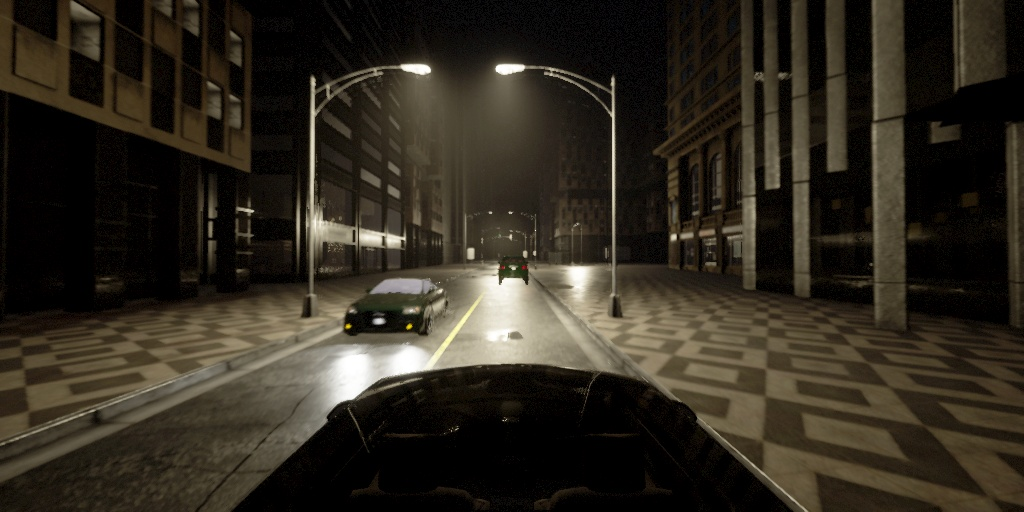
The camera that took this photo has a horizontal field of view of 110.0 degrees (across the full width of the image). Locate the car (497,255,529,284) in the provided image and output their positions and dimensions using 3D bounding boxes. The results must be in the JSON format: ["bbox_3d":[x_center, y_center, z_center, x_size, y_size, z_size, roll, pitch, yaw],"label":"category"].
[{"bbox_3d":[0.095,0.971,26.921,2.150,2.045,5.566,0,0,0],"label":"car"}]

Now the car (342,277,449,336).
[{"bbox_3d":[-3.054,1.315,10.231,1.994,1.385,4.181,0,0,0],"label":"car"}]
